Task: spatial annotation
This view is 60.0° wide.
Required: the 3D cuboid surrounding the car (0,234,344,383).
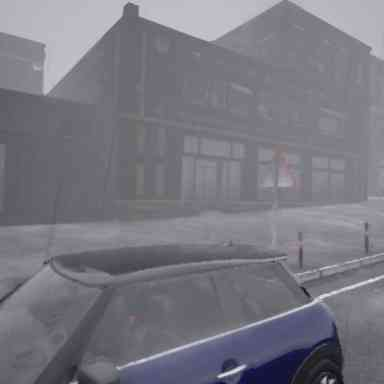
[{"bbox_3d":[-0.731,1.323,2.855,4.553,1.767,2.097,1,-1,-36],"label":"car"}]
